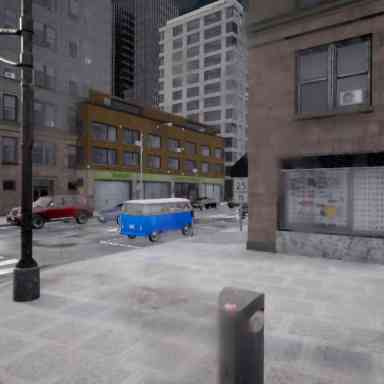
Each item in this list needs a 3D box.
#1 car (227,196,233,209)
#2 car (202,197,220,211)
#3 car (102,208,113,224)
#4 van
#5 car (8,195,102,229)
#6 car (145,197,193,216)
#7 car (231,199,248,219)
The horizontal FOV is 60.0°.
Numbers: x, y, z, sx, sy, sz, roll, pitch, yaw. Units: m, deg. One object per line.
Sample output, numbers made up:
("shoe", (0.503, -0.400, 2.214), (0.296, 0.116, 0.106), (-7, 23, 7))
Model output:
("car", (5.871, 0.791, 36.002), (2.150, 2.045, 5.566), (0, 1, 35))
("car", (1.285, 1.167, 34.131), (1.947, 1.339, 4.313), (1, 2, 35))
("car", (-4.074, 1.305, 21.950), (1.812, 1.442, 4.674), (0, 1, 35))
("van", (-1.463, 1.208, 15.465), (1.690, 1.788, 3.998), (1, 1, 35))
("car", (-8.425, 1.123, 20.384), (2.192, 1.841, 5.009), (1, 1, 35))
("car", (-1.952, 1.215, 29.549), (1.887, 1.381, 4.507), (1, 1, 35))
("car", (5.010, 1.280, 24.629), (2.008, 1.369, 4.403), (1, 1, 35))
